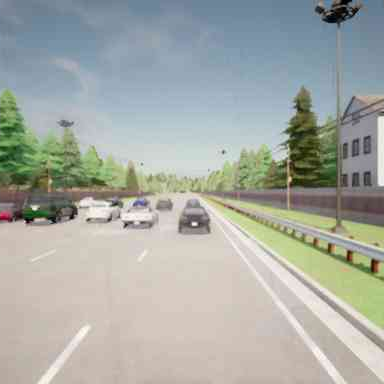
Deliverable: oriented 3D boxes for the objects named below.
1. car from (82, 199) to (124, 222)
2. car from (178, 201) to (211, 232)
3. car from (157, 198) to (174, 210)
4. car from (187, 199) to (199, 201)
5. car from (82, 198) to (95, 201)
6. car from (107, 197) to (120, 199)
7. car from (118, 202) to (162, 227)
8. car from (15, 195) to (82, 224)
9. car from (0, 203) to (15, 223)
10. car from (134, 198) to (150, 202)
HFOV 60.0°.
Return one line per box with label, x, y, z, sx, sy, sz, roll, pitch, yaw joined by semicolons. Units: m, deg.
car;-6.851;1.505;25.961;1.812;1.442;4.674;0;0;0
car;0.134;1.513;19.844;1.812;1.442;4.674;0;0;0
car;-3.357;1.465;41.233;2.128;1.511;4.902;0;0;0
car;0.130;1.522;39.682;2.033;1.411;5.357;0;0;1
car;-13.832;1.489;45.001;1.812;1.442;4.674;0;0;0
car;-10.337;1.444;43.980;1.882;1.535;5.008;0;0;0
car;-3.358;1.584;22.516;1.895;1.301;4.718;0;0;0
car;-10.354;1.199;24.594;2.150;2.045;5.566;0;0;0
car;-13.852;1.540;25.495;1.994;1.385;4.181;0;0;0
car;-6.830;1.493;45.408;1.812;1.442;4.674;0;0;0
